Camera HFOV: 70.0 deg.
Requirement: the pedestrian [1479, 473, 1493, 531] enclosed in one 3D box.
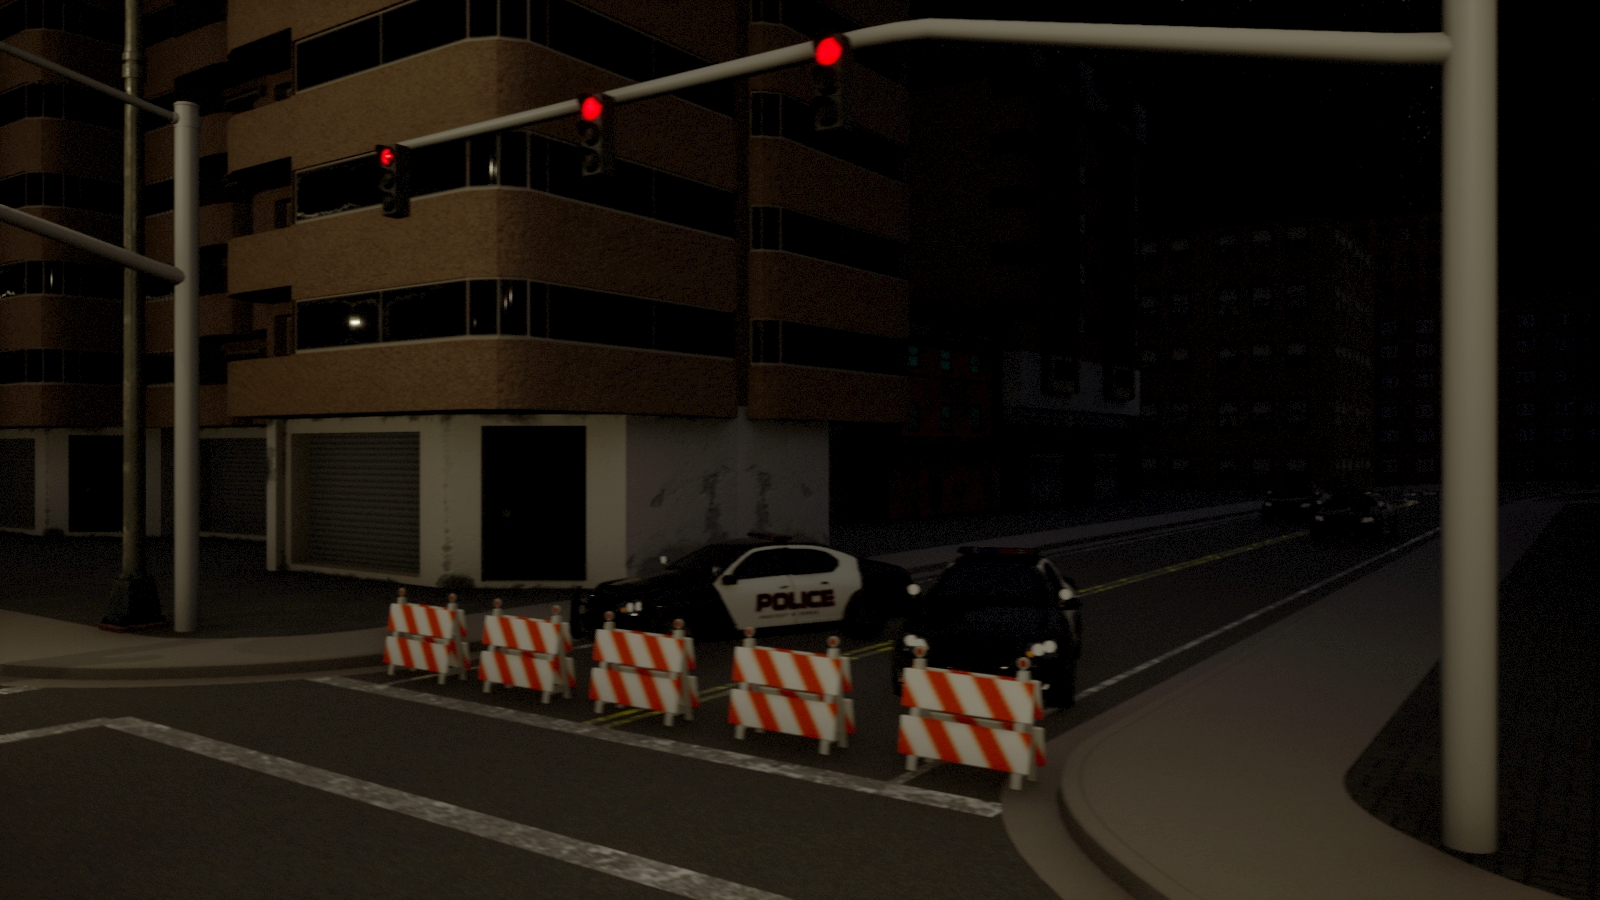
[{"bbox_3d":[22.464,1.699,37.428,0.375,1.860,0.375,0,0,34],"label":"pedestrian"}]
